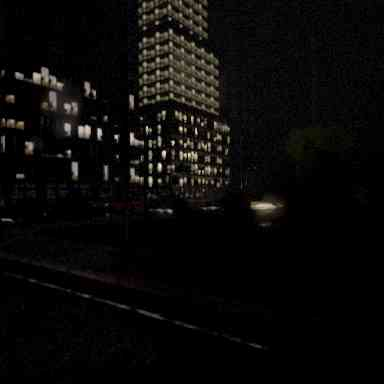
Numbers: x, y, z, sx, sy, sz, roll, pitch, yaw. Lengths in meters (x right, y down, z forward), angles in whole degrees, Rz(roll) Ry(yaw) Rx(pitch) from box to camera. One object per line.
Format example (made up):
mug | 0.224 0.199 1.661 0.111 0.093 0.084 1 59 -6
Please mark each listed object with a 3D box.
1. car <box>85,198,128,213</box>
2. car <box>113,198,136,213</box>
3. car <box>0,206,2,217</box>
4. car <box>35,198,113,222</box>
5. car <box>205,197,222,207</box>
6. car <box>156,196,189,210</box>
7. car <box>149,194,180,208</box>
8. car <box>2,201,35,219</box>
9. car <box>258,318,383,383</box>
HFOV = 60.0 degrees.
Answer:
car | -10.224 1.583 40.131 1.882 1.535 5.008 -1 -1 37
car | -8.450 1.409 37.087 2.097 1.767 4.553 -1 -1 37
car | -16.409 1.584 31.929 2.128 1.511 4.902 -1 -1 37
car | -8.895 1.427 25.503 1.882 1.535 5.008 -1 -1 37
car | 4.020 1.558 53.531 1.882 1.535 5.008 -1 -1 37
car | -2.268 1.595 45.269 1.812 1.442 4.674 -1 -1 37
car | -3.769 1.339 48.677 2.150 2.045 5.566 -1 -1 37
car | -14.054 1.609 29.651 1.994 1.385 4.181 -1 -1 37
car | 2.735 1.492 1.734 4.902 1.511 2.128 0 0 35
